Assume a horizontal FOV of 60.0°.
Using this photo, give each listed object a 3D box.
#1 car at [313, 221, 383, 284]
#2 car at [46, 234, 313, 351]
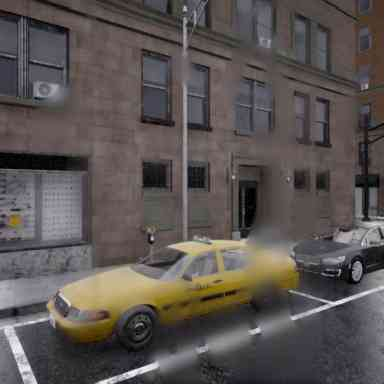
[{"bbox_3d":[4.602,1.551,9.459,4.403,1.369,2.008,0,0,-35],"label":"car"},{"bbox_3d":[-0.033,1.525,6.161,4.829,1.417,1.752,0,0,-35],"label":"car"}]
